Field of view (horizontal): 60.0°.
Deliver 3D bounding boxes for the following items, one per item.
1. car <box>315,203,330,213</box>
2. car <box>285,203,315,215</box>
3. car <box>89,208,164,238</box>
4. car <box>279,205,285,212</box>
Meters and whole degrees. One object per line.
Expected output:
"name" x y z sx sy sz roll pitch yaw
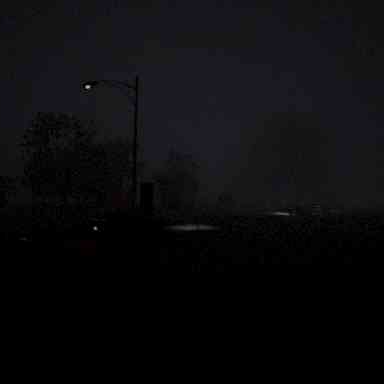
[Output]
"car" 20.378 2.428 52.564 2.128 1.511 4.902 1 0 36
"car" 14.389 2.291 44.168 1.812 1.442 4.674 1 0 36
"car" -3.607 1.716 19.275 2.128 1.511 4.902 1 0 36
"car" 14.737 2.332 49.441 2.033 1.411 5.357 1 0 36
